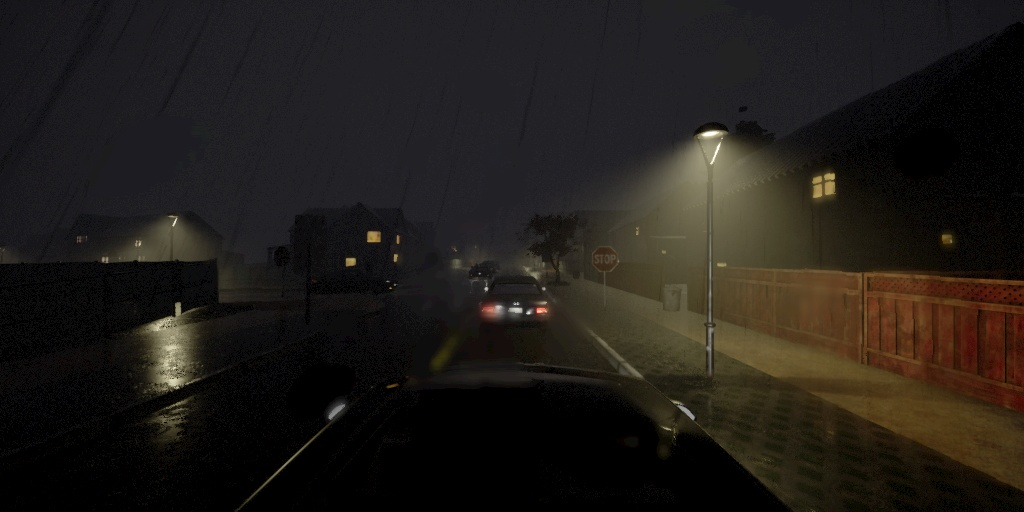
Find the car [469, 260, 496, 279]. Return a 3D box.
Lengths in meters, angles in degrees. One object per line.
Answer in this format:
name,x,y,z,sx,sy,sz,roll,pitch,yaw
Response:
car,-2.863,1.378,33.566,1.994,1.385,4.181,0,0,-1

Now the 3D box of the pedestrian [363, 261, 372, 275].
pedestrian,-9.917,1.214,24.475,0.375,1.860,0.375,0,-2,5

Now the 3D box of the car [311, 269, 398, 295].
car,-8.270,1.383,19.067,4.181,1.385,1.994,-1,-2,-3

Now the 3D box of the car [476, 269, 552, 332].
car,0.097,1.304,10.810,2.033,1.411,5.357,0,0,0

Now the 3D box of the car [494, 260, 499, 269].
car,-2.854,1.353,43.259,1.837,1.490,4.892,0,0,0
